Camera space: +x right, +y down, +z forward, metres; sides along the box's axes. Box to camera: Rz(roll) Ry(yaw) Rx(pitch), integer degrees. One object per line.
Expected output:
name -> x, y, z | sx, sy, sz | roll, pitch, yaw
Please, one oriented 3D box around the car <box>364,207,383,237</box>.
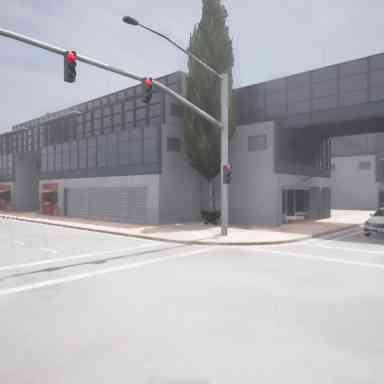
car -> 10.493, 1.526, 17.414 | 1.812, 1.442, 4.674 | 0, 0, 42
